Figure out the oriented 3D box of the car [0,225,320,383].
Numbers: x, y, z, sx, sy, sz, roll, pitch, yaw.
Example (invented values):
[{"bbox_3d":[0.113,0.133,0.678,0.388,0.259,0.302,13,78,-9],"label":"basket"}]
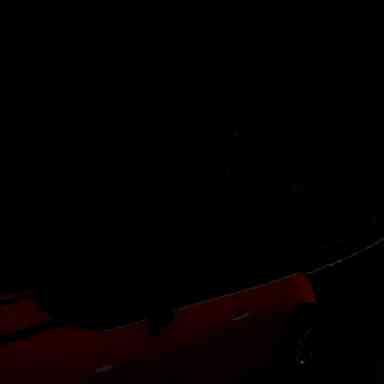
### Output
[{"bbox_3d":[-0.530,1.361,3.883,4.553,1.767,2.097,0,0,-38],"label":"car"}]
